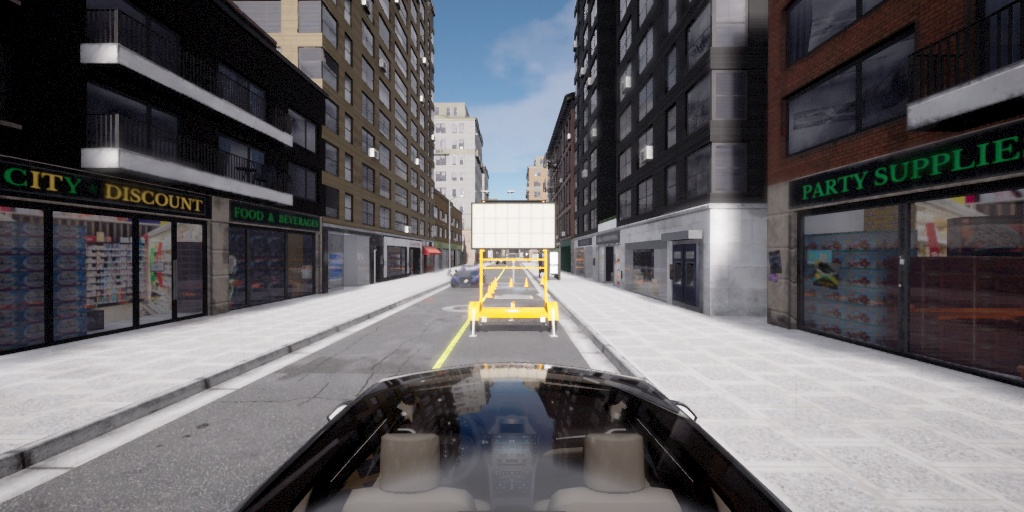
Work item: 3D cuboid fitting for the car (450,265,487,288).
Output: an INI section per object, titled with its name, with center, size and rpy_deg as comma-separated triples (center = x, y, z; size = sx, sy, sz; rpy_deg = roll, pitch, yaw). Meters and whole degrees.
[car]
center = -2.745, 1.308, 23.362
size = 1.994, 1.385, 4.181
rpy_deg = 0, 0, 0

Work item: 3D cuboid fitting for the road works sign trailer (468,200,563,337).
[road works sign trailer]
center = 0.044, 0.213, 10.271
size = 2.380, 3.560, 2.880
rpy_deg = 0, 0, 0
